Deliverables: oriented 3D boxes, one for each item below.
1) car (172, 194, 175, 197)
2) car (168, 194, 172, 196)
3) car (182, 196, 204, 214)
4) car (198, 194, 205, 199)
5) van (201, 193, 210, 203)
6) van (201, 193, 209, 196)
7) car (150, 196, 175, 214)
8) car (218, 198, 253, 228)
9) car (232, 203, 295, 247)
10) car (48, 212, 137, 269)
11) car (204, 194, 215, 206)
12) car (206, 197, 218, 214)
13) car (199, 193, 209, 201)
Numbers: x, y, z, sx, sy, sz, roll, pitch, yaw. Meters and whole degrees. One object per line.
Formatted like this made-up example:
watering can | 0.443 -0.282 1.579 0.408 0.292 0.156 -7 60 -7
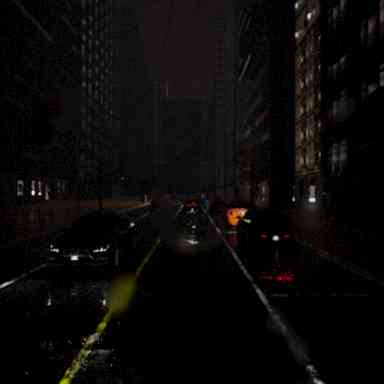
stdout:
car | -5.686 1.376 78.552 2.008 1.369 4.403 1 0 0
car | -5.685 1.404 67.266 2.008 1.369 4.403 1 0 0
car | 0.046 1.434 34.093 1.837 1.490 4.892 0 0 0
car | 2.694 1.307 95.669 1.752 1.417 4.829 1 0 0
van | 2.697 1.194 67.292 1.690 1.788 3.998 1 0 0
van | 2.697 1.235 50.367 1.690 1.788 3.998 1 0 0
car | -3.100 1.477 34.101 2.033 1.411 5.357 0 0 0
car | 3.112 1.309 21.871 2.097 1.767 4.553 0 0 0
car | 3.145 1.475 14.900 1.837 1.490 4.892 0 0 0
car | -3.061 1.484 11.141 1.837 1.490 4.892 0 0 0
car | 2.697 1.359 39.085 1.967 1.590 4.097 0 0 0
car | 2.696 1.476 33.444 1.887 1.381 4.507 0 0 0
car | 2.697 1.140 78.575 2.192 1.841 5.009 1 0 0
